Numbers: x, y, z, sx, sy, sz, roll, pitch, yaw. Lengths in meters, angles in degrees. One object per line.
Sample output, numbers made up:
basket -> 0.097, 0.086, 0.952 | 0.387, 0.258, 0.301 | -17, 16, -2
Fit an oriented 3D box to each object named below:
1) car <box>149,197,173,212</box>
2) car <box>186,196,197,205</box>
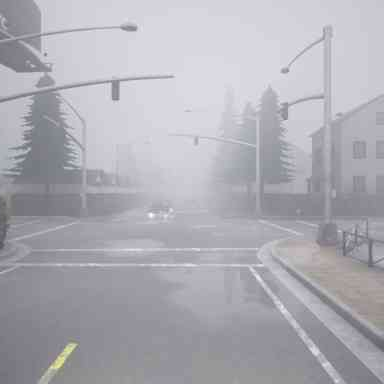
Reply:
car -> -3.644, 1.352, 38.109 | 2.097, 1.767, 4.553 | 0, 0, 0
car -> -0.086, 1.491, 59.322 | 2.128, 1.511, 4.902 | 0, 0, 0
